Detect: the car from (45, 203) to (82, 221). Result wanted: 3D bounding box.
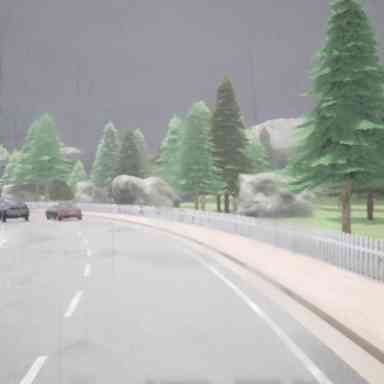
[{"bbox_3d":[-10.911,1.626,28.198,1.994,1.385,4.181,-1,0,-40],"label":"car"}]

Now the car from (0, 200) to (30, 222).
[{"bbox_3d":[-14.941,1.589,27.469,2.128,1.511,4.902,-1,0,-42],"label":"car"}]

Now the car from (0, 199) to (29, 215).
[{"bbox_3d":[-20.227,1.609,36.549,5.008,1.535,1.882,0,0,35],"label":"car"}]
